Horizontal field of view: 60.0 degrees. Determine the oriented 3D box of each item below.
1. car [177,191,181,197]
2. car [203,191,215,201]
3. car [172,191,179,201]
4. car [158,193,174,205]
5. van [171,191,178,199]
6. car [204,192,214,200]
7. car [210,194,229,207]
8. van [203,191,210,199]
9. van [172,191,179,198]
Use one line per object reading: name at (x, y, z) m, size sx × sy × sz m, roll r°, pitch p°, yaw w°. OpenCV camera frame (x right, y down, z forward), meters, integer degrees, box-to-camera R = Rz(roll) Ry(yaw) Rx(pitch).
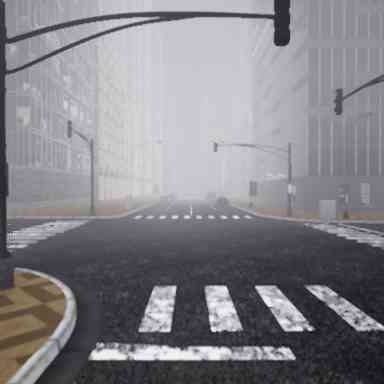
car at (-4.253, 0.839, 76.872) m, size 1.967 × 1.590 × 4.097 m, roll 0°, pitch 0°, yaw 0°
car at (3.690, 0.810, 65.860) m, size 2.192 × 1.841 × 5.009 m, roll 0°, pitch 0°, yaw 0°
car at (-4.190, 1.061, 65.818) m, size 1.947 × 1.339 × 4.313 m, roll 0°, pitch 0°, yaw 0°
car at (-4.096, 1.216, 49.236) m, size 1.802 × 1.307 × 4.206 m, roll 0°, pitch 0°, yaw 0°
van at (-4.284, 0.692, 82.398) m, size 1.690 × 1.788 × 3.998 m, roll 0°, pitch 0°, yaw 0°
car at (3.659, 0.887, 71.389) m, size 1.967 × 1.590 × 4.097 m, roll 0°, pitch 0°, yaw 0°
car at (3.864, 1.245, 43.754) m, size 1.947 × 1.339 × 4.313 m, roll 0°, pitch 0°, yaw 0°
van at (3.596, 0.692, 82.443) m, size 1.690 × 1.788 × 3.998 m, roll 0°, pitch 0°, yaw 0°
van at (-4.315, 0.644, 87.925) m, size 1.690 × 1.788 × 3.998 m, roll 0°, pitch 0°, yaw 0°
